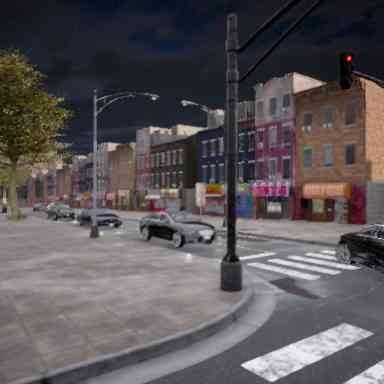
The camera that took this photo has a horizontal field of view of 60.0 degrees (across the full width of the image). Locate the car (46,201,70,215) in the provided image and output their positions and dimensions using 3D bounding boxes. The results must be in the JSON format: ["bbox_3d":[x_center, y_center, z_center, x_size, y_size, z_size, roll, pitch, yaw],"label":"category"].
[{"bbox_3d":[-18.357,2.095,45.467,2.097,1.767,4.553,0,-1,-36],"label":"car"}]

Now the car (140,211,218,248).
[{"bbox_3d":[-0.781,1.665,15.923,2.128,1.511,4.902,0,-1,-36],"label":"car"}]

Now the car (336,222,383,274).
[{"bbox_3d":[5.726,1.575,9.207,2.128,1.511,4.902,1,0,2],"label":"car"}]

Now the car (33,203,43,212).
[{"bbox_3d":[-24.238,2.451,53.650,2.128,1.511,4.902,0,-1,-35],"label":"car"}]

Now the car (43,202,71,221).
[{"bbox_3d":[-12.993,1.977,32.951,1.837,1.490,4.892,0,-1,-36],"label":"car"}]

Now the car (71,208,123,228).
[{"bbox_3d":[-6.927,1.856,24.489,2.033,1.411,5.357,0,-1,-35],"label":"car"}]
